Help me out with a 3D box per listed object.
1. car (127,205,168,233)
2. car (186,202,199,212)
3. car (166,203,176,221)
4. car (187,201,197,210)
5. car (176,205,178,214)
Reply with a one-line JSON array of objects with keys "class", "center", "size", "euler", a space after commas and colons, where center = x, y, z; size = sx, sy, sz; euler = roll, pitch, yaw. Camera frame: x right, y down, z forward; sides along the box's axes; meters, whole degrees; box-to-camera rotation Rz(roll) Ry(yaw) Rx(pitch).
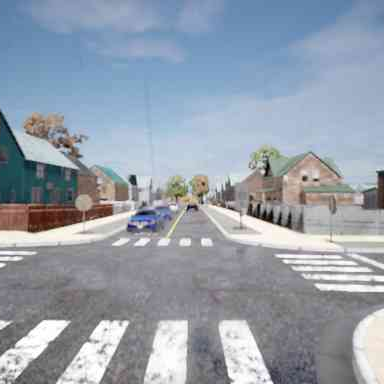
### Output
[{"class": "car", "center": [-2.942, 1.833, 21.975], "size": [1.812, 1.442, 4.674], "euler": [0, -1, 3]}, {"class": "car", "center": [0.045, 2.390, 54.123], "size": [1.837, 1.490, 4.892], "euler": [0, -1, 0]}, {"class": "car", "center": [-2.852, 2.001, 32.522], "size": [1.812, 1.442, 4.674], "euler": [0, -1, 0]}, {"class": "car", "center": [-0.007, 2.580, 64.369], "size": [1.882, 1.535, 5.008], "euler": [0, -1, 0]}, {"class": "car", "center": [-2.841, 2.240, 45.634], "size": [1.812, 1.442, 4.674], "euler": [0, -1, 0]}]
